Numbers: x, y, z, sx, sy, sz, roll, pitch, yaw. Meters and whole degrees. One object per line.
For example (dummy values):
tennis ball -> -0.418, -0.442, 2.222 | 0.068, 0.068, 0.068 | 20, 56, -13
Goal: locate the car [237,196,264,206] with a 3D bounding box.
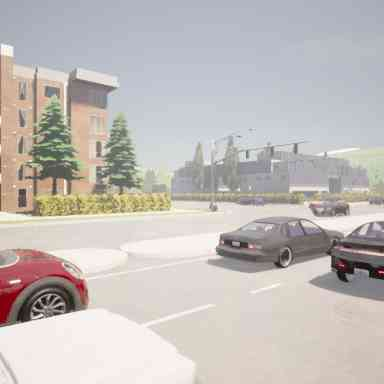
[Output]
car -> 9.471, 1.354, 54.237 | 2.097, 1.767, 4.553 | 0, 0, -41

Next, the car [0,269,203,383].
car -> -2.162, 1.601, 2.022 | 4.718, 1.301, 1.895 | 0, 0, -40

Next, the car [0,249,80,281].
car -> -3.979, 1.352, 5.074 | 4.553, 1.767, 2.097 | 0, 0, -40

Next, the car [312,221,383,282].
car -> 5.442, 1.492, 8.620 | 4.902, 1.511, 2.128 | 0, 0, -40

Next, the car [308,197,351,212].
car -> 13.095, 1.493, 31.113 | 4.902, 1.511, 2.128 | 0, 0, -43

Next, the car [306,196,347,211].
car -> 16.450, 1.354, 40.635 | 4.553, 1.767, 2.097 | 0, 0, -24

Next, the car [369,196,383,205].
car -> 32.542, 1.508, 57.738 | 4.892, 1.490, 1.837 | 0, 0, -40

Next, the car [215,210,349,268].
car -> 3.194, 1.548, 11.304 | 5.357, 1.411, 2.033 | 0, 0, -40
